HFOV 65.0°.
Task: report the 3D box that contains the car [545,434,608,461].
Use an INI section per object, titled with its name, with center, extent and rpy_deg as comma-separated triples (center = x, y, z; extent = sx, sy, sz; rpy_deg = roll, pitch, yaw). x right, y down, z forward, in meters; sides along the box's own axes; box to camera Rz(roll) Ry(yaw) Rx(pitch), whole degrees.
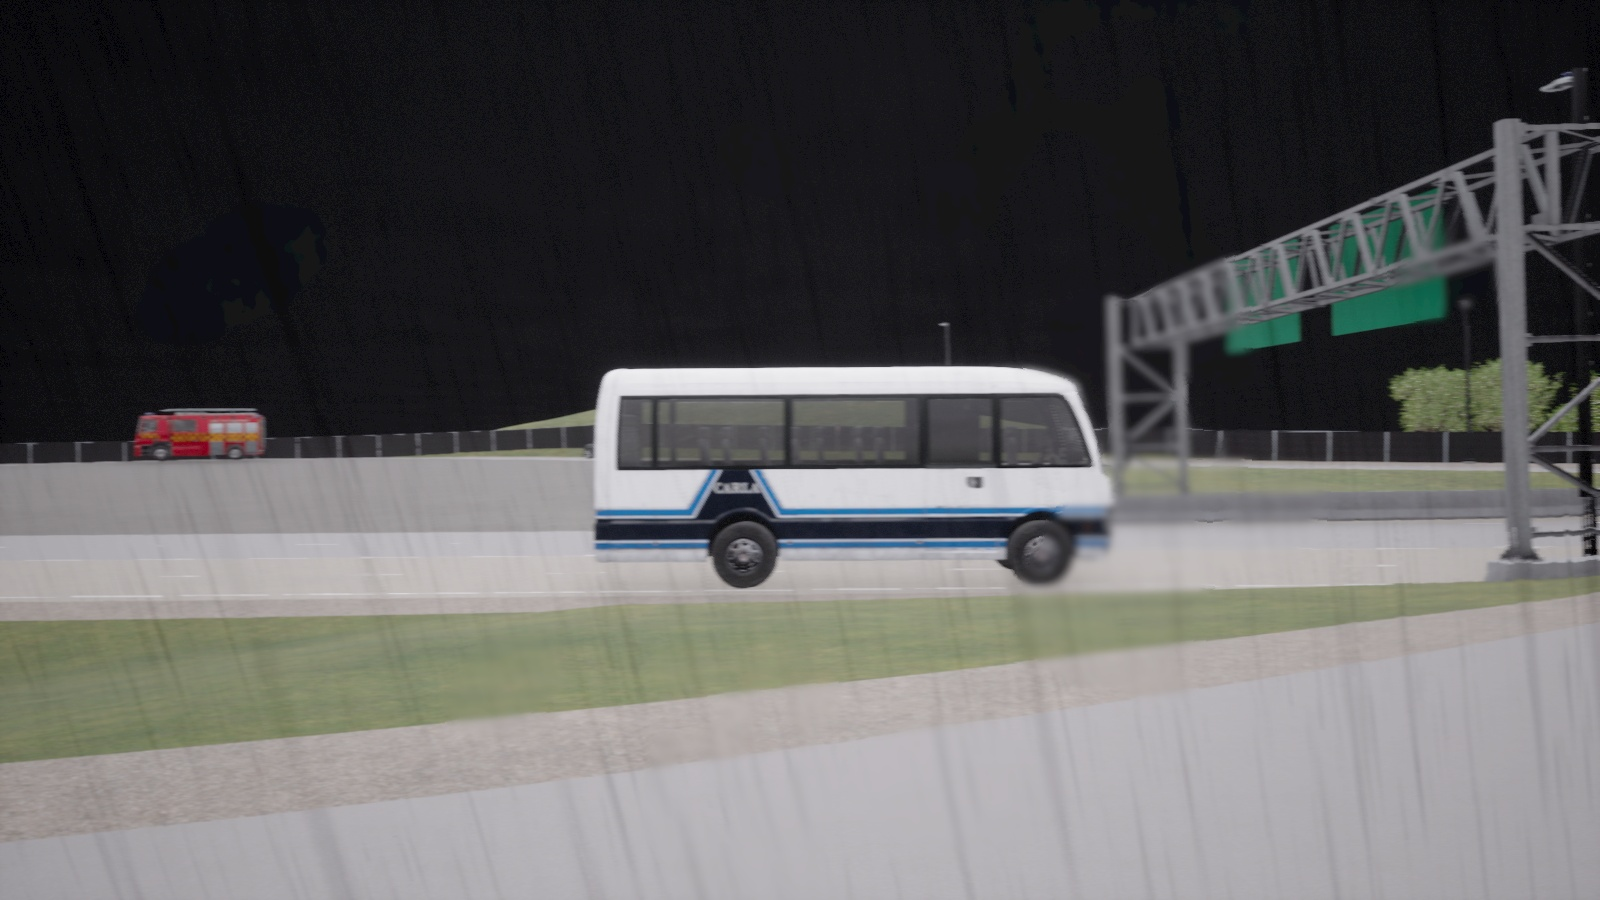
[car]
center = -16.194, -0.200, 90.925
extent = 4.553, 1.767, 2.097
rpy_deg = 1, 2, 42

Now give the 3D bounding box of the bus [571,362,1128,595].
[bus]
center = 0.917, 0.491, 25.154
extent = 10.273, 4.253, 3.944
rpy_deg = 0, 1, -1
